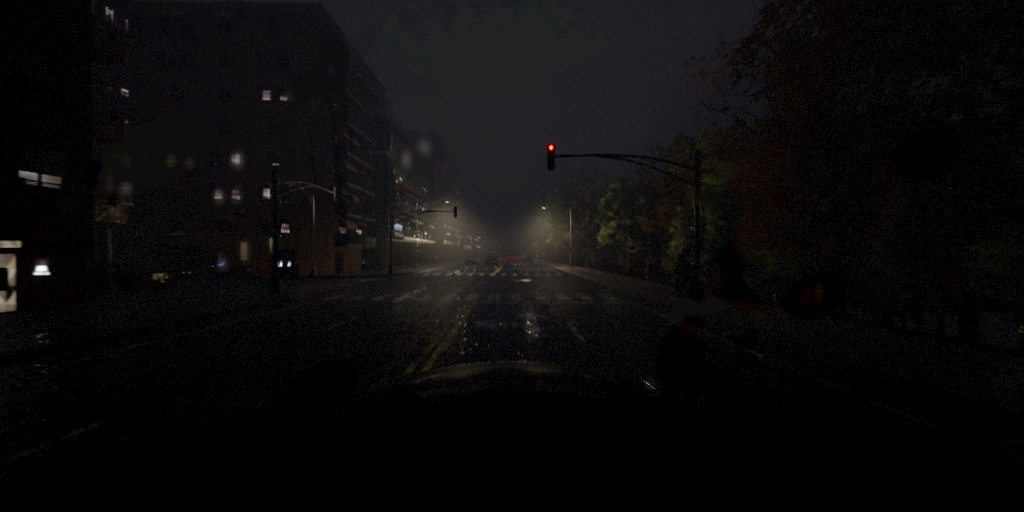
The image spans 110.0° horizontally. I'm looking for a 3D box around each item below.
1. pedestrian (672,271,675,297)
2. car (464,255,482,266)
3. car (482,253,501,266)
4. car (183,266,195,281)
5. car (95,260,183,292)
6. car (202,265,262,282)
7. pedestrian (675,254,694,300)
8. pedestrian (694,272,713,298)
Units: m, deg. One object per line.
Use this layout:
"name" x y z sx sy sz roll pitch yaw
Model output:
"pedestrian" 7.260 0.771 15.450 0.375 1.860 0.375 0 1 0
"car" -6.523 0.868 58.233 1.895 1.301 4.718 0 0 1
"car" -3.278 0.745 58.254 1.882 1.535 5.008 0 1 1
"car" -28.345 1.409 29.194 4.313 1.339 1.948 0 0 -1
"car" -22.658 1.171 20.646 5.009 1.841 2.192 0 0 -1
"car" -22.779 1.354 29.293 4.207 1.307 1.802 0 0 -1
"pedestrian" 6.792 0.783 14.155 0.375 1.860 0.375 0 1 0
"pedestrian" 8.031 1.156 14.854 0.500 1.100 0.500 0 1 0
